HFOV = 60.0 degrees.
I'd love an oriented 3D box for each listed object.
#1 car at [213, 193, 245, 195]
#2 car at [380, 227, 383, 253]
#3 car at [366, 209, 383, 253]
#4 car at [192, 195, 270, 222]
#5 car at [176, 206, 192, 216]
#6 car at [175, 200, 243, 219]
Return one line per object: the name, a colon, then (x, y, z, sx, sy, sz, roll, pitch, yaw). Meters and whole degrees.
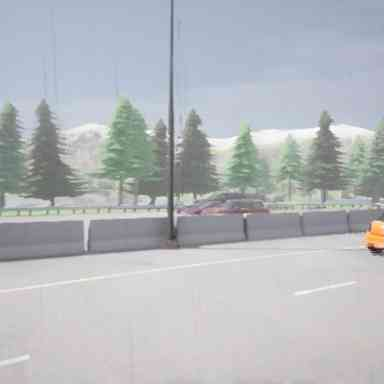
car: (2.848, 1.096, 32.465, 5.566, 2.045, 2.150, 0, 0, -21)
car: (6.460, 1.516, 7.179, 4.674, 1.442, 1.812, 0, 0, -27)
car: (8.529, 1.331, 11.932, 4.553, 1.767, 2.097, 0, 0, -24)
car: (2.678, 1.273, 21.001, 4.553, 1.767, 2.097, 0, 0, -23)
car: (1.411, 1.429, 24.275, 4.674, 1.442, 1.812, 0, 0, -24)
car: (1.435, 1.435, 28.154, 5.357, 1.411, 2.033, 0, 0, -23)
